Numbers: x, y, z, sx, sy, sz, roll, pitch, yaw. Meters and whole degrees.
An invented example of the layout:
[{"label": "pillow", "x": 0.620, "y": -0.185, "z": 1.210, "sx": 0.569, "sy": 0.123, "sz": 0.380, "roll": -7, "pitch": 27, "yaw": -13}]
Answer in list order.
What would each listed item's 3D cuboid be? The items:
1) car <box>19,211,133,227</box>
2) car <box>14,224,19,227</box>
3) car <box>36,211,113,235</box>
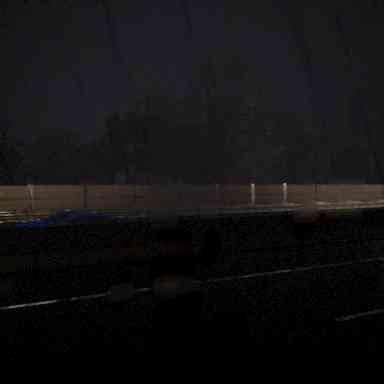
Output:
[{"label": "car", "x": -5.306, "y": 1.787, "z": 15.978, "sx": 5.008, "sy": 1.535, "sz": 1.882, "roll": -1, "pitch": -1, "yaw": -23}, {"label": "car", "x": -7.326, "y": 1.861, "z": 18.916, "sx": 5.008, "sy": 1.535, "sz": 1.882, "roll": -1, "pitch": -1, "yaw": -23}, {"label": "car", "x": -7.885, "y": 2.041, "z": 22.487, "sx": 4.718, "sy": 1.301, "sz": 1.895, "roll": -1, "pitch": -1, "yaw": -23}]
